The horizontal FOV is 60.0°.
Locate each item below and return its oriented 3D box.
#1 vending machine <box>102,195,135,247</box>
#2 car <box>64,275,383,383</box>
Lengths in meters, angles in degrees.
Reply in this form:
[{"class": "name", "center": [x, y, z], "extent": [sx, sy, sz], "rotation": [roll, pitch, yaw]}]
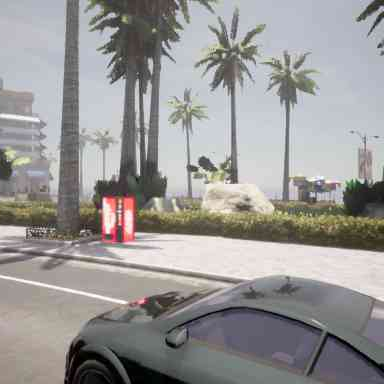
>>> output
[{"class": "vending machine", "center": [-3.134, 1.195, 14.185], "extent": [0.880, 2.100, 1.100], "rotation": [0, 0, 27]}, {"class": "car", "center": [0.695, 1.564, 3.192], "extent": [4.181, 1.385, 1.994], "rotation": [0, 0, 34]}]
